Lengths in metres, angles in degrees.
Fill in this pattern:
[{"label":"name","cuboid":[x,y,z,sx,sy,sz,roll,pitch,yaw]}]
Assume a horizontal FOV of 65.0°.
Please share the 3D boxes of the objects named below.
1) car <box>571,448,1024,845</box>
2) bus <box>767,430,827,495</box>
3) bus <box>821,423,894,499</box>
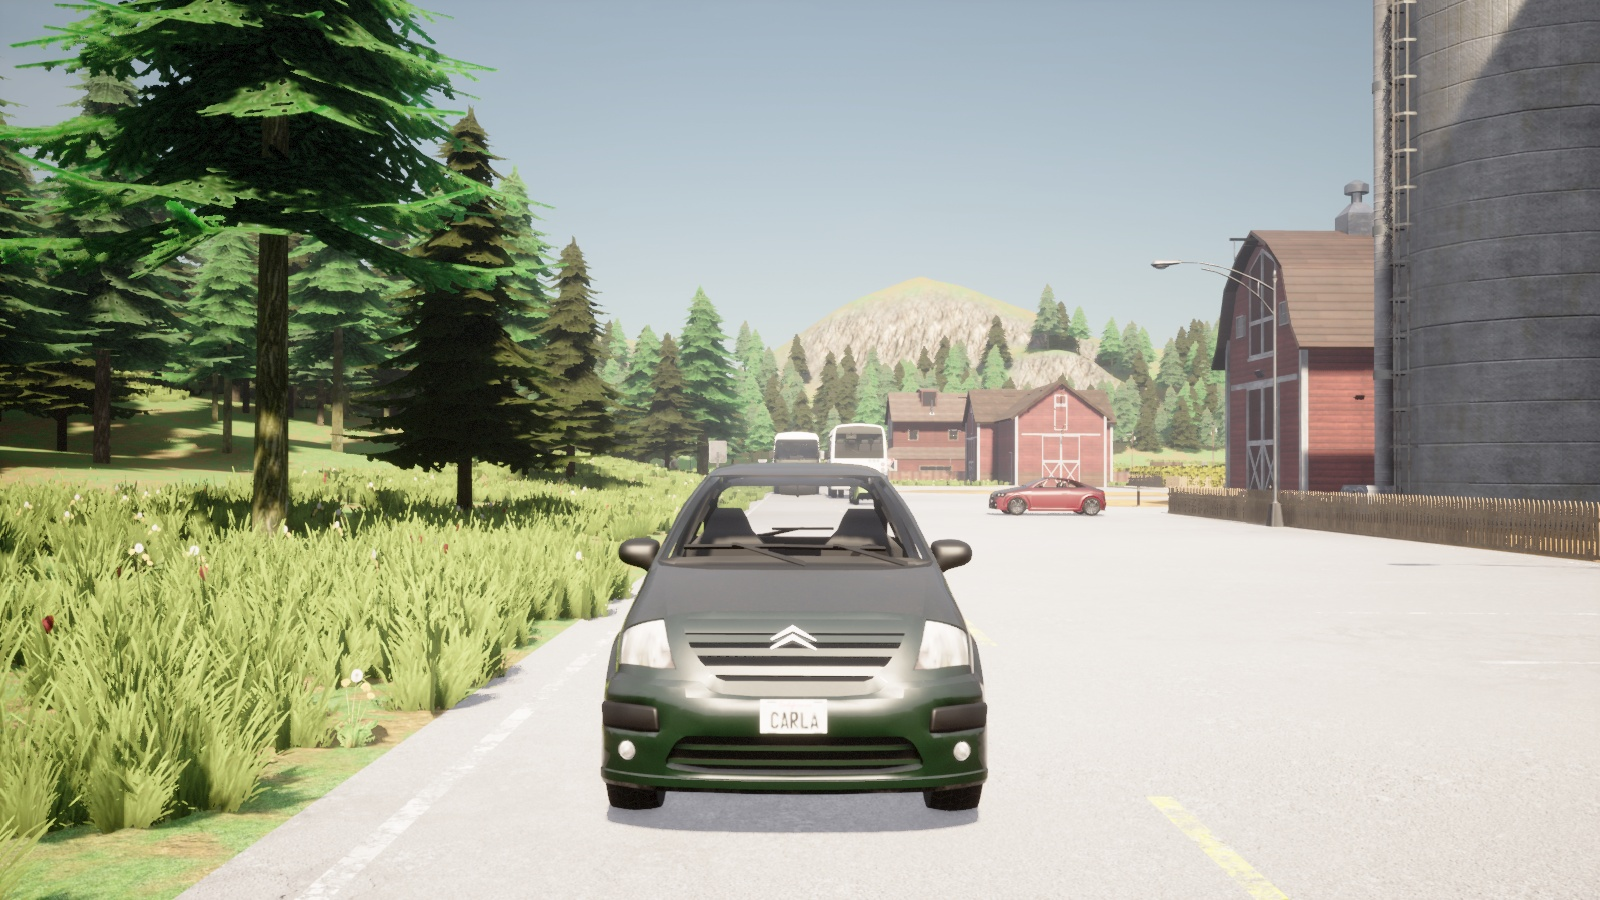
[{"label":"car","cuboid":[-0.018,0.832,7.139,1.851,1.617,3.988,0,-1,0]},{"label":"bus","cuboid":[-0.215,0.915,88.123,3.944,4.253,10.273,0,-1,0]},{"label":"bus","cuboid":[3.315,0.697,75.945,3.944,4.253,10.273,0,-1,0]}]
